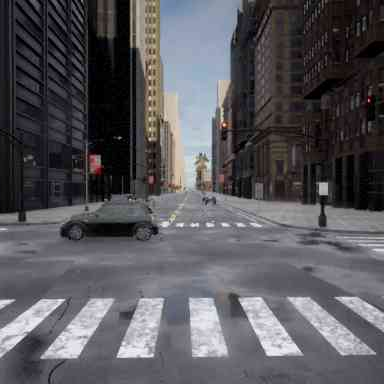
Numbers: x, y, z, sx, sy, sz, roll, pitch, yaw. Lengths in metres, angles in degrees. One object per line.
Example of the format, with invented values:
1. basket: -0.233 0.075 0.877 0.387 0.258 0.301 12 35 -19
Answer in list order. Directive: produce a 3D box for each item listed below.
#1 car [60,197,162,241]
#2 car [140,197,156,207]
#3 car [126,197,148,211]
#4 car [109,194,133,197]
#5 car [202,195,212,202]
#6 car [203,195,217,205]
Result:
1. car: -3.760 1.302 15.763 4.553 1.767 2.097 0 1 0
2. car: -6.663 1.496 50.533 1.994 1.385 4.181 0 0 -1
3. car: -6.642 1.455 40.510 1.837 1.490 4.892 0 0 0
4. car: -6.638 1.190 30.636 2.150 2.045 5.566 0 0 0
5. car: 3.214 1.416 70.995 1.812 1.442 4.674 0 0 0
6. car: 3.270 1.443 58.597 1.812 1.442 4.674 0 0 0
